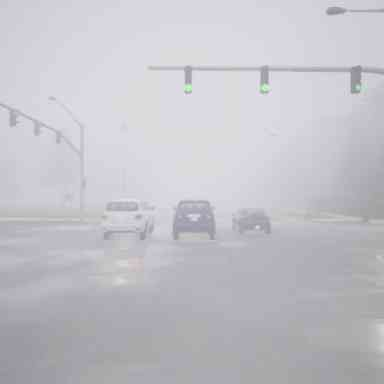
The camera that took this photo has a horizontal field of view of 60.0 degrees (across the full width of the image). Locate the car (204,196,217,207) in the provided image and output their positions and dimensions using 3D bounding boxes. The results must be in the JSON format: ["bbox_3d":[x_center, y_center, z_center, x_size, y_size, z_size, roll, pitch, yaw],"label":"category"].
[{"bbox_3d":[3.503,1.855,64.378,2.150,2.045,5.566,0,-1,0],"label":"car"}]

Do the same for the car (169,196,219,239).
[{"bbox_3d":[0.106,1.405,18.501,2.150,2.045,5.566,0,-1,0],"label":"car"}]

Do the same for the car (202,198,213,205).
[{"bbox_3d":[3.502,2.182,74.763,2.128,1.511,4.902,0,-1,0],"label":"car"}]

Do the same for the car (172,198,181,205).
[{"bbox_3d":[-3.498,2.134,74.763,1.882,1.535,5.008,0,-1,0],"label":"car"}]

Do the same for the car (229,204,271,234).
[{"bbox_3d":[3.605,1.710,20.745,1.837,1.490,4.892,0,-1,0],"label":"car"}]

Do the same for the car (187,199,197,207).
[{"bbox_3d":[0.003,2.138,64.346,1.837,1.490,4.892,0,-1,0],"label":"car"}]

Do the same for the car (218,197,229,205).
[{"bbox_3d":[7.002,2.012,74.735,2.097,1.767,4.553,0,-1,0],"label":"car"}]

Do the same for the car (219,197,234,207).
[{"bbox_3d":[7.003,1.989,64.734,2.097,1.767,4.553,0,-1,0],"label":"car"}]

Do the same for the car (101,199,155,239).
[{"bbox_3d":[-3.394,1.405,18.522,2.150,2.045,5.566,0,-1,0],"label":"car"}]
